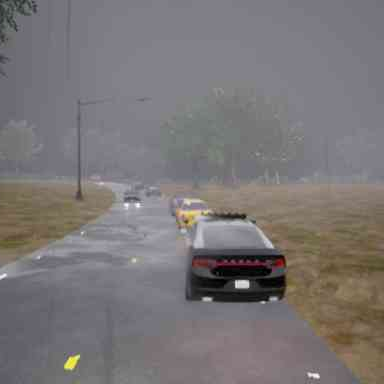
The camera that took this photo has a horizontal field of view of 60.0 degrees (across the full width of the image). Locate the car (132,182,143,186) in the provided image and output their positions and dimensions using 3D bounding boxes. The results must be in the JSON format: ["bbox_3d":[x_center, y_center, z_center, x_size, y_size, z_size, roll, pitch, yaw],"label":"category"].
[{"bbox_3d":[-10.367,-1.196,63.592,1.837,1.490,4.892,0,4,-20],"label":"car"}]

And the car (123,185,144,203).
[{"bbox_3d":[-6.679,0.343,37.069,2.033,1.411,5.357,0,3,-11],"label":"car"}]

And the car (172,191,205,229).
[{"bbox_3d":[0.043,1.059,18.368,1.801,1.575,5.366,-2,3,-5],"label":"car"}]

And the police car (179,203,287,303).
[{"bbox_3d":[0.747,1.309,8.210,1.930,1.638,5.238,0,1,-2],"label":"police car"}]

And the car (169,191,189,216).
[{"bbox_3d":[-0.567,0.726,24.187,2.097,1.767,4.553,-1,2,-7],"label":"car"}]

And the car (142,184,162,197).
[{"bbox_3d":[-5.323,-0.109,45.658,1.812,1.442,4.674,0,3,-13],"label":"car"}]
